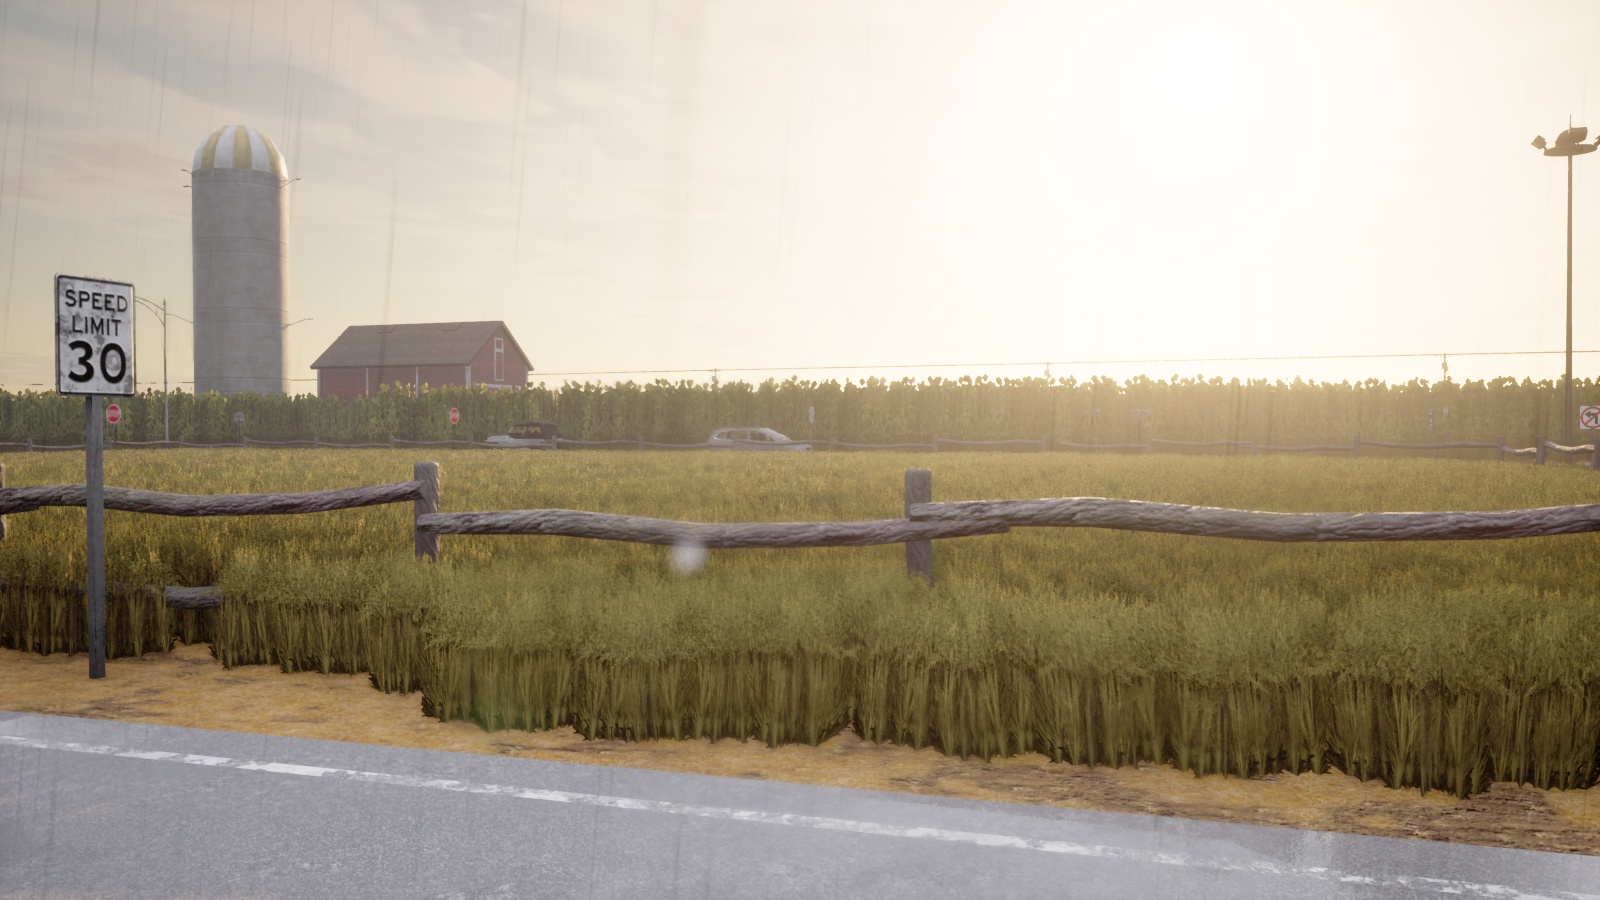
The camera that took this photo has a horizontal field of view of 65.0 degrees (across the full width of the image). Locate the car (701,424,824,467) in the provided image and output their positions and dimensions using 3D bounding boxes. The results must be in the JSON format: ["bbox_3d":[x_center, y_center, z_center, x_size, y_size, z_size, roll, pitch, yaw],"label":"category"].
[{"bbox_3d":[-1.557,-0.208,52.251,4.611,1.667,2.242,1,1,19],"label":"car"}]

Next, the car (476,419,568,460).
[{"bbox_3d":[-13.182,-0.507,59.593,3.866,1.878,1.905,1,1,19],"label":"car"}]
